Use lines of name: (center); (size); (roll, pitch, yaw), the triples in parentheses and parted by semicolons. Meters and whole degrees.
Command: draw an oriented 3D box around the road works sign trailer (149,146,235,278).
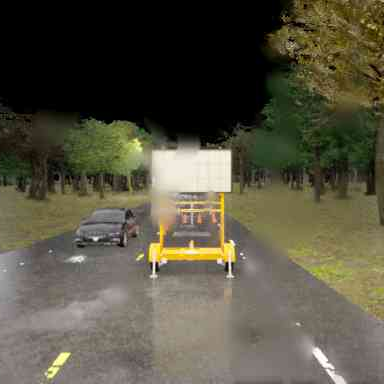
road works sign trailer: (-0.001, 0.434, 10.069); (2.380, 3.560, 2.880); (0, 0, 0)

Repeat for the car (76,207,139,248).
car: (-3.501, 1.444, 14.495); (1.837, 1.490, 4.892); (0, 0, 0)
